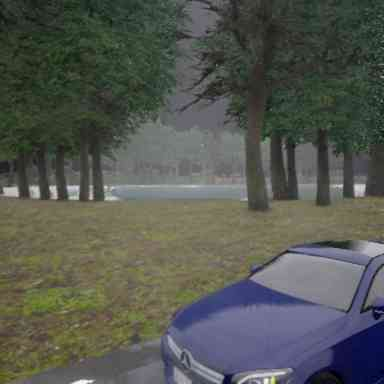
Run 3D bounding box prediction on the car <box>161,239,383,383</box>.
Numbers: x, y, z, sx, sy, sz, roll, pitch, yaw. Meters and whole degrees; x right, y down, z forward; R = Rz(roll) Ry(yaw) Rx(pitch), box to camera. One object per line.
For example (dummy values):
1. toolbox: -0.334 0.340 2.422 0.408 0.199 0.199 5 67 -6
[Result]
1. car: 1.863 1.418 4.301 4.674 1.442 1.812 -1 1 -33
